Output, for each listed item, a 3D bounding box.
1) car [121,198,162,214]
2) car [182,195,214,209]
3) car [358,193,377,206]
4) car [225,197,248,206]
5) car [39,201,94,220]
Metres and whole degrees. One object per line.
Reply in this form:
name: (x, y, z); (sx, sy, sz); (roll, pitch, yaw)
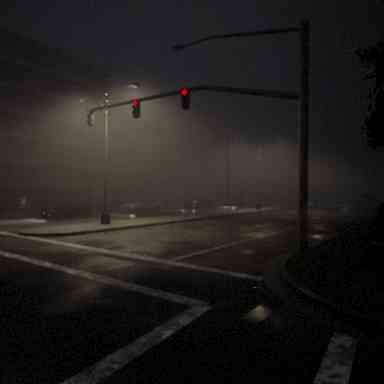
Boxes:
car: (-4.957, 1.348, 33.478); (1.812, 1.442, 4.674); (0, 0, 36)
car: (0.775, 1.179, 41.374); (2.097, 1.767, 4.553); (1, 0, 36)
car: (27.859, 1.170, 52.835); (2.150, 2.045, 5.566); (1, 0, 36)
car: (6.614, 1.393, 49.402); (1.994, 1.385, 4.181); (1, 0, 36)
car: (-9.950, 1.386, 26.598); (1.994, 1.385, 4.181); (1, 0, 36)
